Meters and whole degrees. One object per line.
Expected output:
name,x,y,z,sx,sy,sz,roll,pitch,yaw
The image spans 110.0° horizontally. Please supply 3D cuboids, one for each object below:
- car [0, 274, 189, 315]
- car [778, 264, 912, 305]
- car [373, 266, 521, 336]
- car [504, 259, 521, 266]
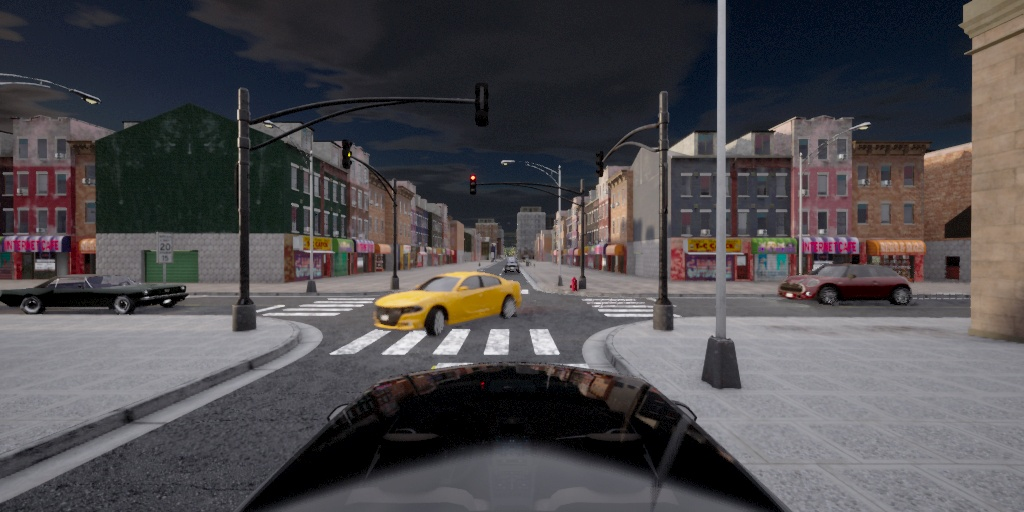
car,-14.637,1.313,12.837,4.718,1.301,1.895,0,0,-3
car,14.482,1.145,15.810,4.553,1.767,2.097,0,0,0
car,-1.675,1.227,10.751,1.882,1.535,5.008,-2,-1,35
car,0.015,1.313,40.628,1.948,1.339,4.313,0,0,0
